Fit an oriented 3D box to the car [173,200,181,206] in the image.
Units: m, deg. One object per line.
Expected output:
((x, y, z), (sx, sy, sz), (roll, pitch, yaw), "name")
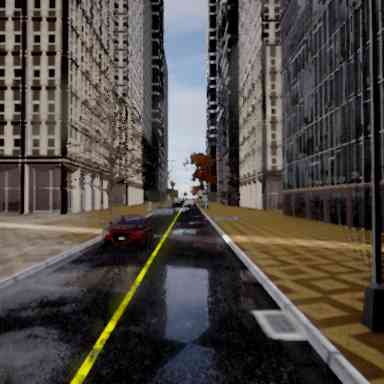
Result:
((-3.381, 2.413, 73.061), (2.033, 1.411, 5.357), (0, -1, -1), "car")

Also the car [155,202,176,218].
((-3.059, 2.122, 36.552), (1.895, 1.301, 4.718), (0, -1, -1), "car")

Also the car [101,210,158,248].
((-2.975, 1.796, 16.043), (1.994, 1.385, 4.181), (0, -1, 0), "car")

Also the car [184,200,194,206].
((-0.631, 2.382, 72.998), (1.812, 1.442, 4.674), (0, -1, -1), "car")
